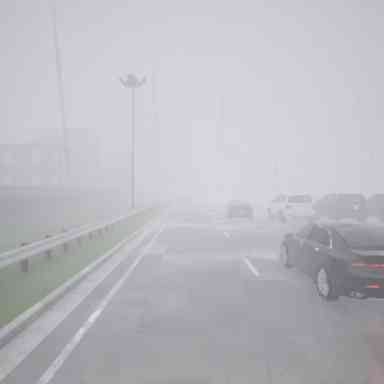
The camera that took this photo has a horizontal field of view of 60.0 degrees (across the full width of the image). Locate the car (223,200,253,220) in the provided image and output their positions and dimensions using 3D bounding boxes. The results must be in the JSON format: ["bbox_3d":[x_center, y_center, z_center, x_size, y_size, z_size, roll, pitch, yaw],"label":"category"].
[{"bbox_3d":[3.596,1.367,26.482,1.882,1.535,5.008,0,0,0],"label":"car"}]

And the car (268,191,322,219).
[{"bbox_3d":[7.097,1.121,24.143,2.150,2.045,5.566,0,0,0],"label":"car"}]

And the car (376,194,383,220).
[{"bbox_3d":[14.096,1.121,24.144,2.150,2.045,5.566,0,0,0],"label":"car"}]

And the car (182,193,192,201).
[{"bbox_3d":[-1.062,1.052,71.318,2.097,1.767,4.553,0,0,0],"label":"car"}]

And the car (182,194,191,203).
[{"bbox_3d":[-1.061,1.232,65.348,1.837,1.490,4.892,0,0,0],"label":"car"}]

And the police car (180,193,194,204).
[{"bbox_3d":[-1.059,1.192,55.458,1.930,1.638,5.238,0,0,0],"label":"police car"}]

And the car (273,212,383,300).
[{"bbox_3d":[3.599,1.470,8.246,1.837,1.490,4.892,0,0,0],"label":"car"}]

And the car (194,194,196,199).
[{"bbox_3d":[-0.013,1.010,88.970,2.128,1.511,4.902,0,0,0],"label":"car"}]

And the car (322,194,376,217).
[{"bbox_3d":[10.598,1.121,24.149,2.150,2.045,5.566,0,0,0],"label":"car"}]
